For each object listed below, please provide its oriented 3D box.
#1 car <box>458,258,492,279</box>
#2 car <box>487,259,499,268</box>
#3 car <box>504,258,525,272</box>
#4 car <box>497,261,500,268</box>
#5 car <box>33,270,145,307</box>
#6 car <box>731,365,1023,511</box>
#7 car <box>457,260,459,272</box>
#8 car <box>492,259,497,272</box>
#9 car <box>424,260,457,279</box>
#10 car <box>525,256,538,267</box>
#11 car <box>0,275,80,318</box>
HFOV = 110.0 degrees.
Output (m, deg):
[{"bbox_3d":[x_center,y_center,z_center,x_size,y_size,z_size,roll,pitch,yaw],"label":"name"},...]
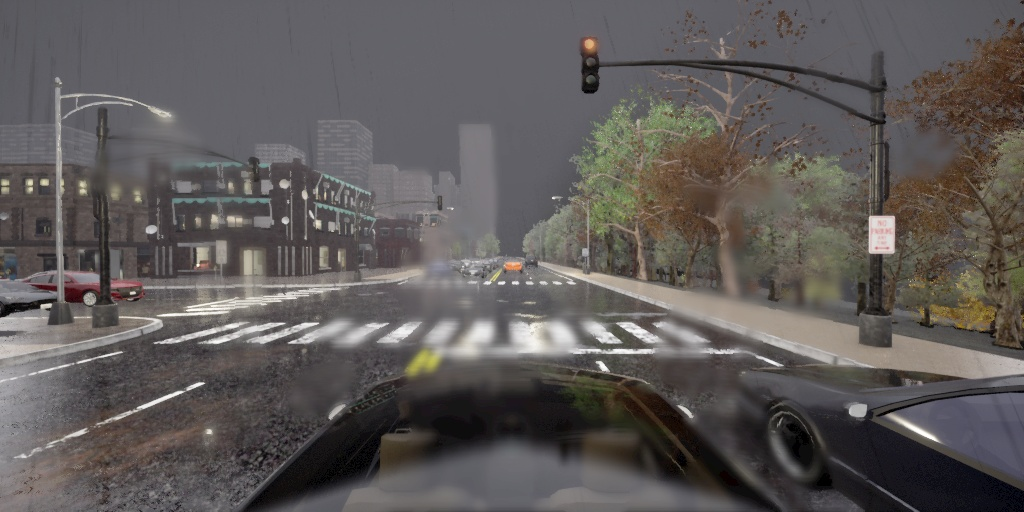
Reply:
[{"bbox_3d":[-3.305,1.232,32.968,2.128,1.511,4.902,0,0,0],"label":"car"},{"bbox_3d":[-3.240,1.253,61.777,1.812,1.442,4.674,0,0,1],"label":"car"},{"bbox_3d":[0.148,1.086,44.683,2.097,1.767,4.553,0,0,0],"label":"car"},{"bbox_3d":[-3.278,1.224,51.776,2.128,1.511,4.902,0,0,0],"label":"car"},{"bbox_3d":[-19.821,1.448,16.386,5.008,1.535,1.882,-1,1,0],"label":"car"},{"bbox_3d":[3.350,1.297,1.504,2.033,1.411,5.357,0,0,0],"label":"car"},{"bbox_3d":[-6.543,1.241,42.241,1.837,1.490,4.892,0,0,0],"label":"car"},{"bbox_3d":[-3.292,1.228,42.373,2.128,1.511,4.902,0,0,0],"label":"car"},{"bbox_3d":[-6.557,1.266,32.981,1.812,1.442,4.674,0,0,0],"label":"car"},{"bbox_3d":[3.428,0.948,64.252,2.150,2.045,5.566,0,0,0],"label":"car"},{"bbox_3d":[-19.932,1.565,13.681,4.313,1.339,1.948,0,0,0],"label":"car"}]
